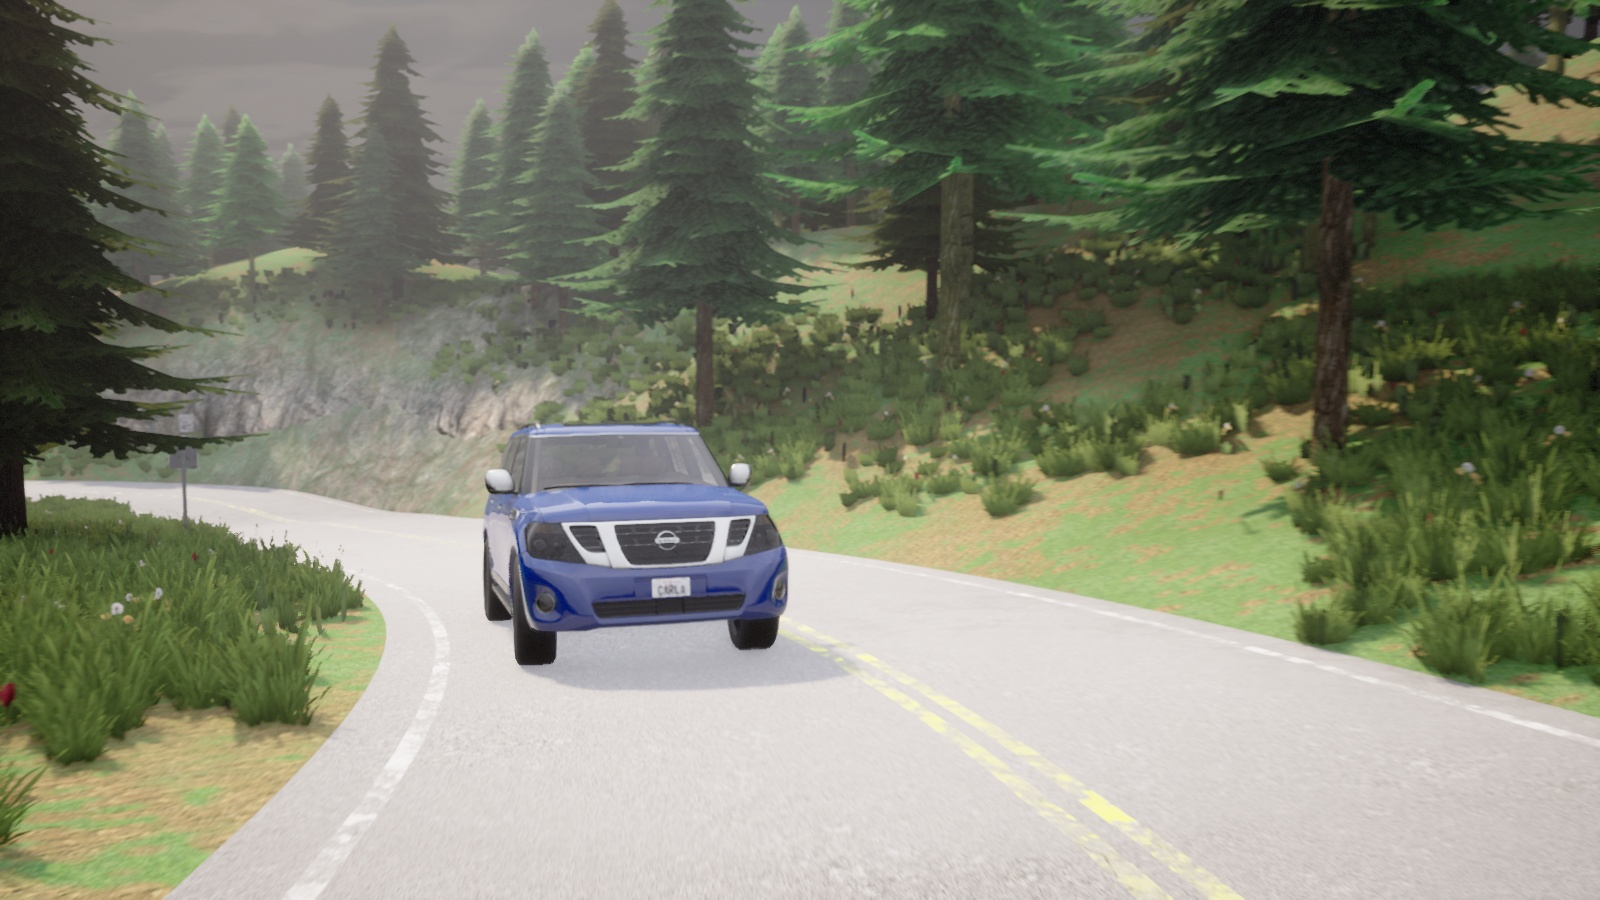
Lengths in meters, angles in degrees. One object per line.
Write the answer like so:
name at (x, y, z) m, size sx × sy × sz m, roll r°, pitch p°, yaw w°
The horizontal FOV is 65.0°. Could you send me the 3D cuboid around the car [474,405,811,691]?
car at (-1.837, 0.749, 12.134) m, size 2.150 × 2.045 × 5.566 m, roll -2°, pitch 0°, yaw -18°
